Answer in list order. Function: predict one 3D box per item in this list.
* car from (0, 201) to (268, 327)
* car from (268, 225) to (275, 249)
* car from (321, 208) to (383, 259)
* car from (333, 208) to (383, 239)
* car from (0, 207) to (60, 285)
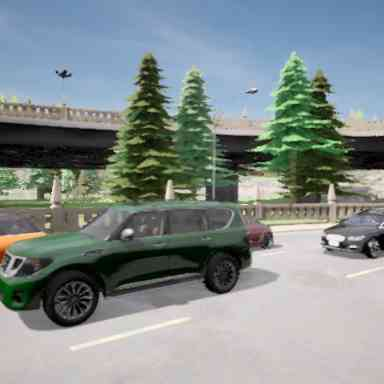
[{"bbox_3d":[-1.119,1.242,7.428,5.566,2.045,2.150,0,0,-34],"label":"car"},{"bbox_3d":[1.352,1.618,13.379,4.181,1.385,1.994,0,0,-34],"label":"car"},{"bbox_3d":[7.189,1.574,13.049,4.902,1.511,2.128,0,0,-29],"label":"car"},{"bbox_3d":[10.271,1.643,18.378,4.674,1.442,1.812,0,0,-24],"label":"car"},{"bbox_3d":[-5.943,1.351,8.314,4.553,1.767,2.097,0,0,-35],"label":"car"}]
